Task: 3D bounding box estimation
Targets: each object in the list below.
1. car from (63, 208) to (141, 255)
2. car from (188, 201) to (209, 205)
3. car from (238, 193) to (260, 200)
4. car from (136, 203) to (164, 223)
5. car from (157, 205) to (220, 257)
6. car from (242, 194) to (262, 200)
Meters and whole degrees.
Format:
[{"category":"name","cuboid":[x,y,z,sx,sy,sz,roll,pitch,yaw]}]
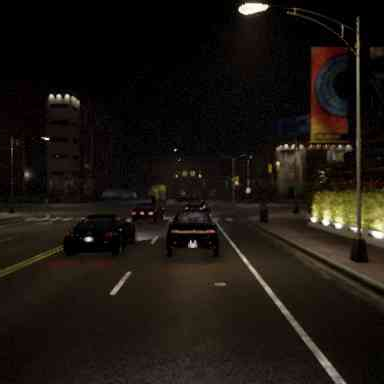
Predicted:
[{"category":"car","cuboid":[-3.455,1.561,13.191,1.994,1.385,4.181,0,0,1]},{"category":"car","cuboid":[0.581,1.485,27.963,2.128,1.511,4.902,0,0,11]},{"category":"car","cuboid":[15.882,1.205,92.540,5.566,2.045,2.435,0,0,0]},{"category":"car","cuboid":[-3.332,1.541,25.856,2.033,1.411,5.357,0,0,4]},{"category":"car","cuboid":[0.043,1.489,13.020,2.128,1.511,4.902,0,0,1]},{"category":"car","cuboid":[16.059,1.376,89.046,4.786,1.482,2.161,0,0,0]}]
